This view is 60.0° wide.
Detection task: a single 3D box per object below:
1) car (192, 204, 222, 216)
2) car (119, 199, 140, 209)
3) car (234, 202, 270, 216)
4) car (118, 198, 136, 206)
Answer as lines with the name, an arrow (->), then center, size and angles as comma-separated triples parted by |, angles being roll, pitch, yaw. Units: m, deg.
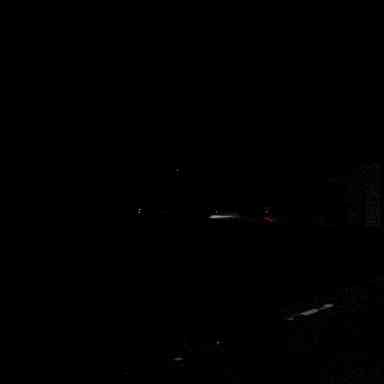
car -> 1.791, 2.218, 41.139 | 1.994, 1.385, 4.181 | -1, 0, -36
car -> -10.933, 2.203, 59.051 | 2.128, 1.511, 4.902 | -1, 1, -36
car -> 7.130, 2.012, 40.031 | 1.837, 1.490, 4.892 | -1, 0, -36
car -> -13.539, 2.095, 68.869 | 1.812, 1.442, 4.674 | -1, 1, -36
